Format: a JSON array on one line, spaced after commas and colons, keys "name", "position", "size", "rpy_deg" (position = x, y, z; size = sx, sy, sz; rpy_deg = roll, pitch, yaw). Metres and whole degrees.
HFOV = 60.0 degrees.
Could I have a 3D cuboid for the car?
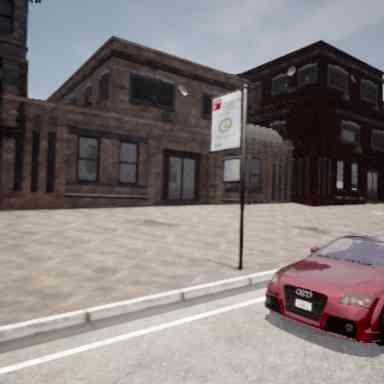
[{"name": "car", "position": [3.341, 1.556, 6.310], "size": [4.181, 1.385, 1.994], "rpy_deg": [0, 0, -36]}]
